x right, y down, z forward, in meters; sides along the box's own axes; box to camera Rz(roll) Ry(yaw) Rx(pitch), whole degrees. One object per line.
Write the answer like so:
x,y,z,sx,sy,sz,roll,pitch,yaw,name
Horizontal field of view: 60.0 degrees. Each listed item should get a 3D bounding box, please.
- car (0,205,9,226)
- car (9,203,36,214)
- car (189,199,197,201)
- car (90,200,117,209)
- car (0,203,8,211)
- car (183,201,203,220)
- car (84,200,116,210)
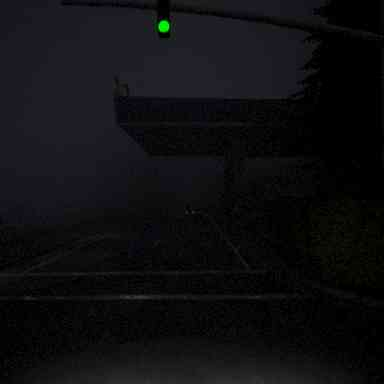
-16.160,1.974,24.601,3.806,1.475,1.970,-1,-1,0,car
-23.982,2.304,46.977,3.633,1.501,1.845,-1,-1,0,car
0.181,2.043,60.778,2.097,1.767,4.553,-1,-1,0,car
-16.426,2.343,61.992,4.514,1.523,2.007,-1,-1,0,car
-35.022,2.692,58.919,3.806,1.475,1.970,-1,-1,0,car
0.138,1.951,32.879,2.033,1.411,5.357,-1,-1,0,car
-16.360,2.300,58.856,5.027,1.636,2.152,-1,-1,0,car
